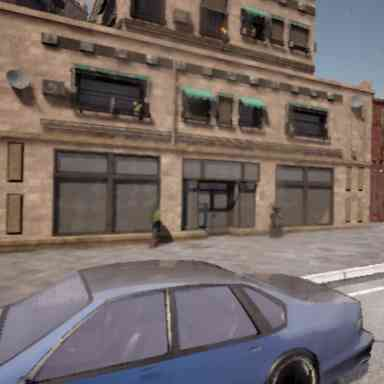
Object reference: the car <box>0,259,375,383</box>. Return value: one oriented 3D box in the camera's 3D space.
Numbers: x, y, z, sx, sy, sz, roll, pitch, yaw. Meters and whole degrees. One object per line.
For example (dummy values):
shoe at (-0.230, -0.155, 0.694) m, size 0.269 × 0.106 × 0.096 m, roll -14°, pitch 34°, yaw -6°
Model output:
car at (-0.592, 1.510, 3.468) m, size 5.357 × 1.411 × 2.033 m, roll 0°, pitch 1°, yaw -24°
